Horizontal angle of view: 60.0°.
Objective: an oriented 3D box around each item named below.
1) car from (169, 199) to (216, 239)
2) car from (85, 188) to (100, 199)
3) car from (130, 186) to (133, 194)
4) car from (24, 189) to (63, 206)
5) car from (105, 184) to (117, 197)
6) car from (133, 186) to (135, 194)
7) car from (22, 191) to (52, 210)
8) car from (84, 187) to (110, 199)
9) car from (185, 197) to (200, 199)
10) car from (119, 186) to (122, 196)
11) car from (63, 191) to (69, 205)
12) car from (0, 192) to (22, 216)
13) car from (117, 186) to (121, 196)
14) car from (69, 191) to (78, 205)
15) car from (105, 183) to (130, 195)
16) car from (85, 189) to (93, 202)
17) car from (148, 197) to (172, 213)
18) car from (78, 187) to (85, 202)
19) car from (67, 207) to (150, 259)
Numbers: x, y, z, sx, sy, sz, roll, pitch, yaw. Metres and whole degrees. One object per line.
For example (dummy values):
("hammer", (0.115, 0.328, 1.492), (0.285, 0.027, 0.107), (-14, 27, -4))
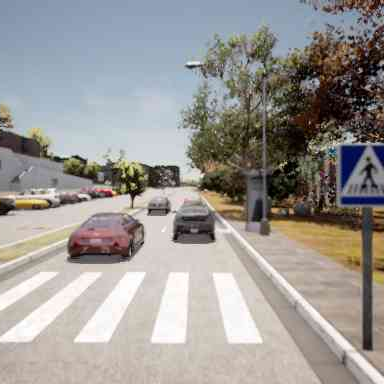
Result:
("car", (0.093, 1.318, 16.107), (1.837, 1.490, 4.892), (0, 1, 0))
("car", (-16.836, 0.565, 49.996), (5.008, 1.535, 2.097), (-1, 2, -20))
("car", (-16.809, -0.268, 77.000), (4.553, 1.767, 2.185), (-1, 2, -20))
("car", (-16.874, 0.691, 34.971), (5.566, 2.045, 2.435), (-1, 1, -20))
("car", (-16.820, 0.060, 59.006), (5.566, 2.045, 2.435), (-1, 1, -20))
("car", (-16.872, -0.333, 79.985), (4.553, 1.767, 2.185), (-1, 1, -20))
("car", (-16.674, 0.997, 32.049), (5.366, 1.575, 1.946), (-1, 1, -20))
("car", (-16.816, 0.424, 56.011), (4.792, 1.488, 2.163), (-1, 1, -20))
("car", (0.084, 1.125, 34.063), (1.895, 1.301, 4.718), (0, 1, 0))
("car", (-17.014, 0.152, 64.929), (5.366, 1.575, 1.946), (-1, 2, -20))
("car", (-16.871, 0.905, 37.976), (4.792, 1.488, 2.163), (-1, 2, -20))
("car", (-16.824, 0.862, 25.992), (5.566, 2.045, 2.435), (-1, 1, -20))
("car", (-16.667, 0.223, 62.063), (5.366, 1.575, 1.946), (-1, 1, -20))
("car", (-16.848, 0.847, 41.000), (4.674, 1.452, 2.002), (-1, 1, -20))
("car", (-16.867, -0.251, 70.972), (5.566, 2.045, 2.435), (-1, 2, -20))
("car", (-16.847, 0.688, 46.998), (4.674, 1.452, 2.002), (-1, 1, -20))
("car", (-2.914, 1.135, 30.275), (2.033, 1.411, 5.357), (0, 1, 0))
("car", (-16.876, 0.602, 43.984), (4.553, 1.767, 2.185), (-1, 1, -20))
("car", (-2.905, 1.417, 12.045), (1.994, 1.385, 4.181), (0, 1, 0))
